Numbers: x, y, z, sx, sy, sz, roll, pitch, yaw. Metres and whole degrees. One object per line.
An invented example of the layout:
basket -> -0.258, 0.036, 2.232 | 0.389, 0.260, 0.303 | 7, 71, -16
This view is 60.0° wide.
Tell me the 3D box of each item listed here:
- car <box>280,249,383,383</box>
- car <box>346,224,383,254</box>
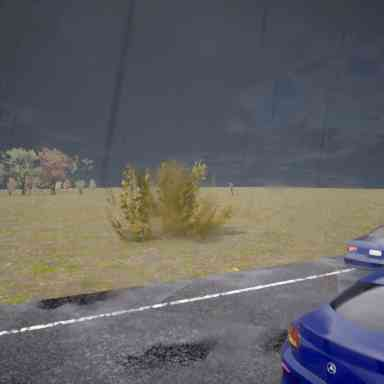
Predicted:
car -> 3.092, 1.526, 3.759 | 4.674, 1.442, 1.812 | 0, 0, -29
car -> 6.593, 1.550, 9.686 | 5.357, 1.411, 2.033 | 0, 0, -35
